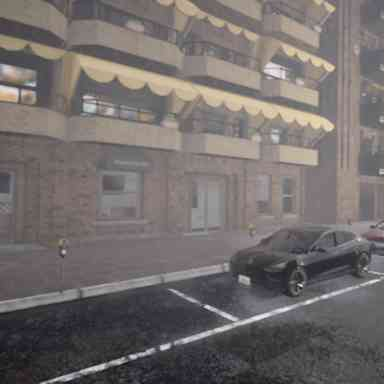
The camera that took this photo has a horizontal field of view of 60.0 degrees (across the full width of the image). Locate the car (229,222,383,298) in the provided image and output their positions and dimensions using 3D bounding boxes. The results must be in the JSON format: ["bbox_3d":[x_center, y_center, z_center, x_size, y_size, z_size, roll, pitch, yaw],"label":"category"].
[{"bbox_3d":[2.940,1.565,8.599,4.313,1.339,1.947,0,1,-35],"label":"car"}]

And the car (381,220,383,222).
[{"bbox_3d":[7.456,1.580,11.821,4.206,1.307,1.802,0,1,-35],"label":"car"}]
